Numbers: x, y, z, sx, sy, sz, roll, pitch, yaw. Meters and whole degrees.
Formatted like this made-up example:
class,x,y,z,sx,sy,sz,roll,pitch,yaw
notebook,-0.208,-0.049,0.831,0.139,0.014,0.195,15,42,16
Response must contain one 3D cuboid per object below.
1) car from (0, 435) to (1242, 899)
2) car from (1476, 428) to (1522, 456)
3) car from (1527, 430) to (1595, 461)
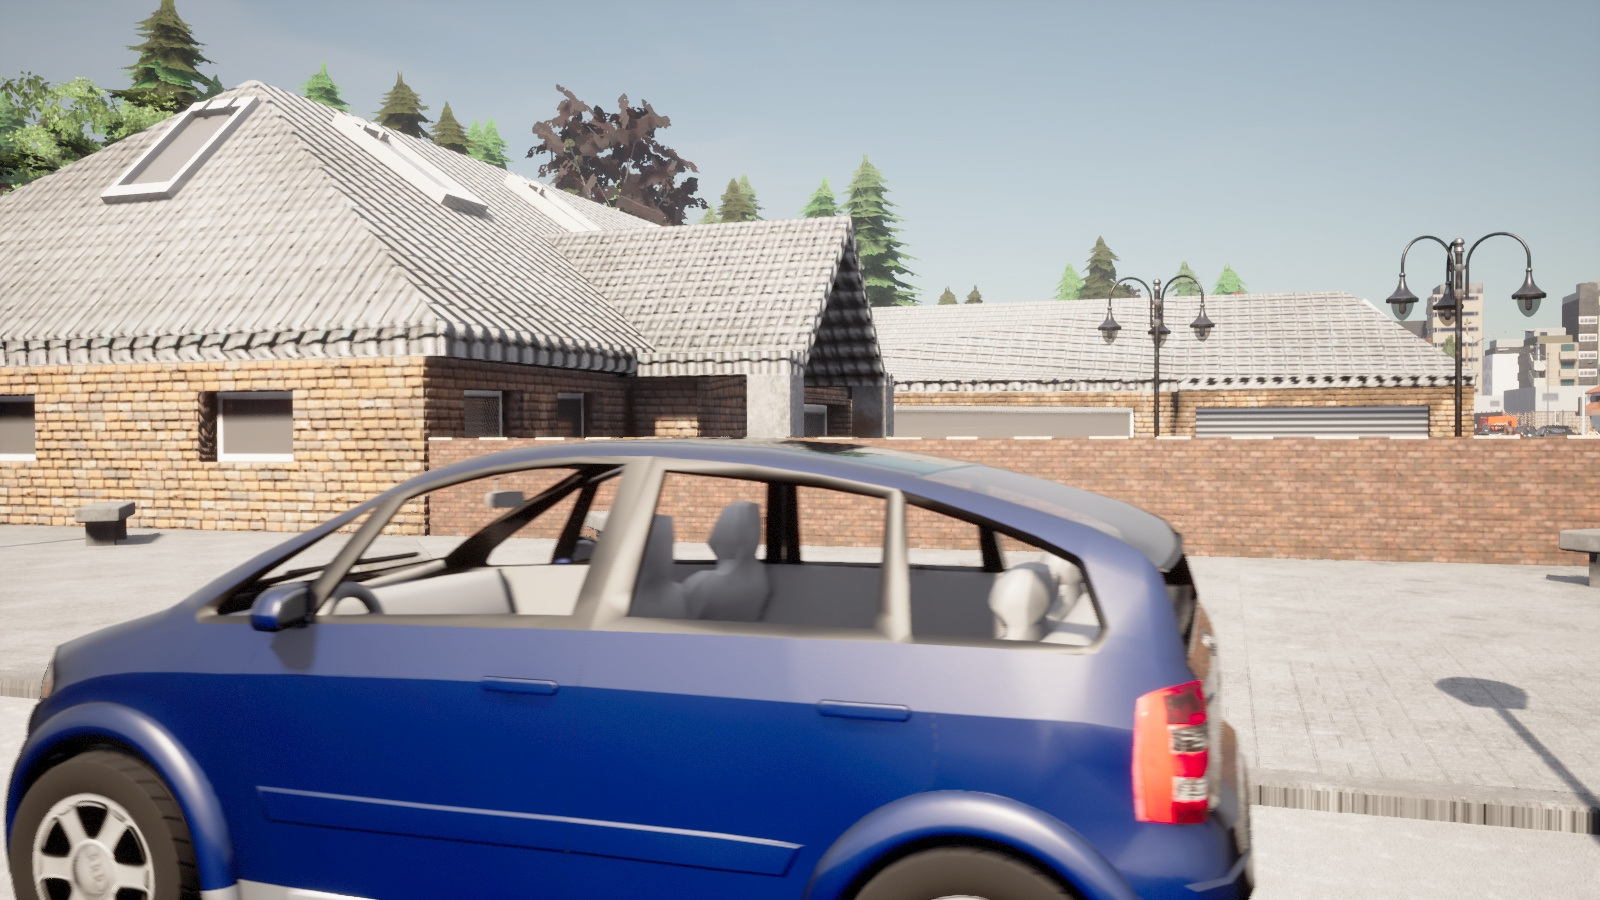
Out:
class,x,y,z,sx,sy,sz,roll,pitch,yaw
car,-0.601,0.740,3.924,3.705,1.549,1.789,1,1,19
car,47.662,-0.551,85.748,1.932,1.855,4.605,1,1,18
car,42.318,-0.290,69.938,2.242,1.667,4.611,1,1,19
